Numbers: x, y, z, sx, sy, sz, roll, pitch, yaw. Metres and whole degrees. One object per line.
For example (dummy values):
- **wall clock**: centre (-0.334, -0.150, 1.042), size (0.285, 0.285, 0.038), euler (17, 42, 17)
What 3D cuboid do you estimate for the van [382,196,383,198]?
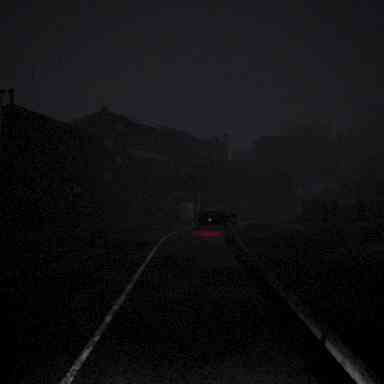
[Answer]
- **van**: centre (23.729, 1.568, 44.045), size (1.878, 1.987, 4.442), euler (-3, -2, -12)

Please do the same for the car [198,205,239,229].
- **car**: centre (1.894, 1.610, 22.867), size (1.882, 1.535, 5.008), euler (-1, -2, 19)
